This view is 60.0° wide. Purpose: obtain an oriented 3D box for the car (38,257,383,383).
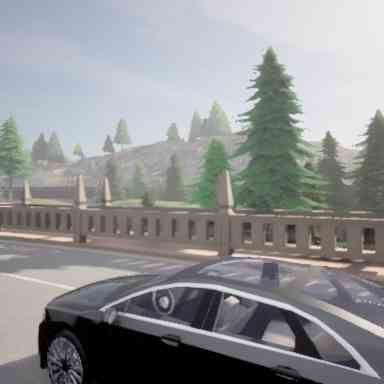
[{"bbox_3d":[0.349,1.479,3.496,4.902,1.511,2.128,0,0,34],"label":"car"}]
